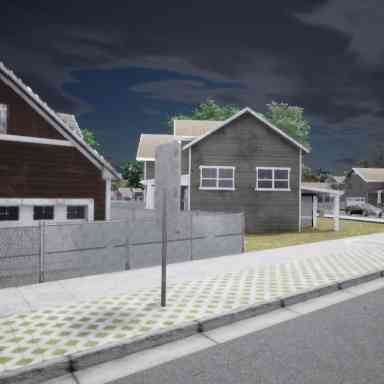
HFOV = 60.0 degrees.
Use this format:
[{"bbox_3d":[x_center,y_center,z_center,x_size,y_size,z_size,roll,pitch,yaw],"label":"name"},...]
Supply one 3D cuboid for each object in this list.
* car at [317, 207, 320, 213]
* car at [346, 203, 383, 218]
[{"bbox_3d":[17.565,2.409,50.330,1.837,1.490,4.892,1,-2,-6],"label":"car"},{"bbox_3d":[18.949,2.020,36.767,2.128,1.511,4.902,1,-2,-5],"label":"car"}]
